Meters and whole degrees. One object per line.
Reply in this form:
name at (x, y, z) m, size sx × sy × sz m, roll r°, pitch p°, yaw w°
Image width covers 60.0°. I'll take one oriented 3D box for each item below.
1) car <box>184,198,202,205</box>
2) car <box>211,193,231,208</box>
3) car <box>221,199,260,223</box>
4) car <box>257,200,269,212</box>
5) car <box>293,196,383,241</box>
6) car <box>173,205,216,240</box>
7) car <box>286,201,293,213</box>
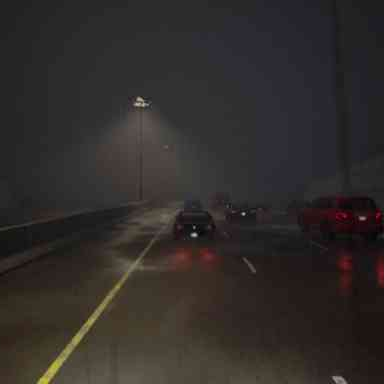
car at (0.110, 1.401, 36.021) m, size 1.882 × 1.535 × 5.008 m, roll 0°, pitch 0°, yaw 0°
car at (3.608, 1.136, 41.212) m, size 2.150 × 2.045 × 5.566 m, roll 0°, pitch 0°, yaw 0°
car at (3.608, 1.510, 25.359) m, size 1.994 × 1.385 × 4.181 m, roll 0°, pitch 0°, yaw 0°
car at (7.109, 1.523, 36.893) m, size 1.895 × 1.301 × 4.718 m, roll 0°, pitch 0°, yaw 0°
car at (7.105, 1.187, 16.531) m, size 2.150 × 2.045 × 5.566 m, roll 0°, pitch 0°, yaw 0°
car at (0.104, 1.565, 16.684) m, size 1.895 × 1.301 × 4.718 m, roll 0°, pitch 0°, yaw 0°
car at (10.608, 1.457, 32.600) m, size 1.812 × 1.442 × 4.674 m, roll 0°, pitch 0°, yaw 0°
